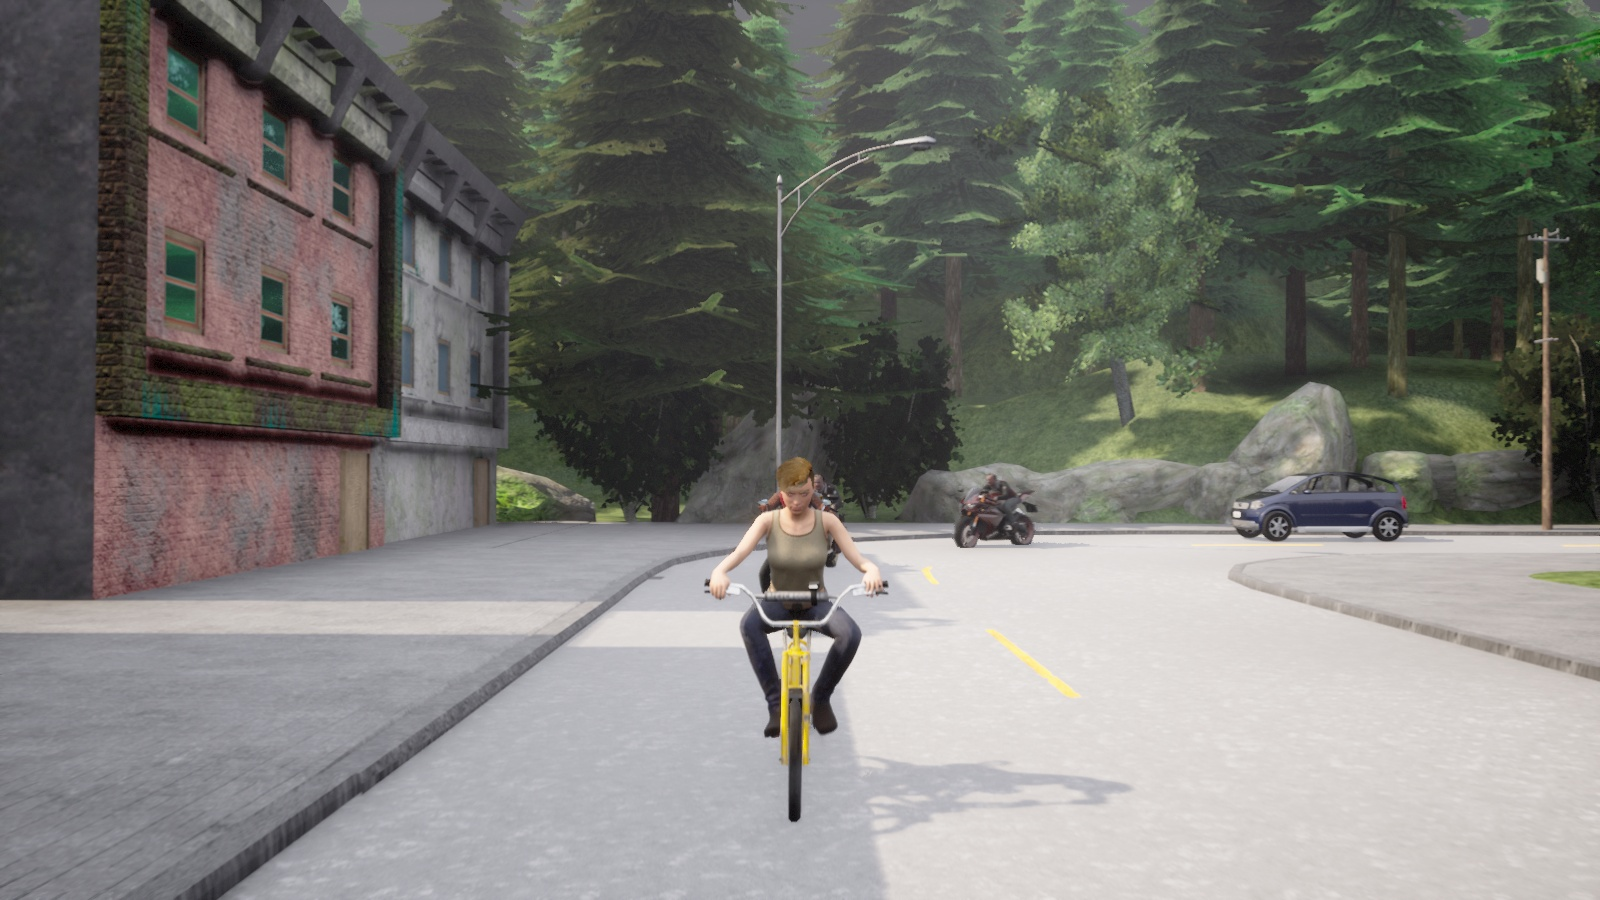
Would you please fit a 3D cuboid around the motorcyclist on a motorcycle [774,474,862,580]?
[{"bbox_3d":[0.310,1.142,19.408,0.866,1.530,2.191,-1,-1,14],"label":"motorcyclist on a motorcycle"}]

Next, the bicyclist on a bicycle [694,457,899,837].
[{"bbox_3d":[-0.010,0.842,6.099,0.866,1.612,1.509,0,0,1],"label":"bicyclist on a bicycle"}]

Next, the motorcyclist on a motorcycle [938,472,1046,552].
[{"bbox_3d":[3.904,1.219,25.445,2.191,1.530,0.866,0,0,-37],"label":"motorcyclist on a motorcycle"}]

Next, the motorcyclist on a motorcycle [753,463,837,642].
[{"bbox_3d":[-0.041,0.956,12.772,0.766,1.649,2.350,0,-1,0],"label":"motorcyclist on a motorcycle"}]

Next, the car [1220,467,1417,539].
[{"bbox_3d":[11.710,1.176,28.497,3.705,1.549,1.789,0,-1,-3],"label":"car"}]
